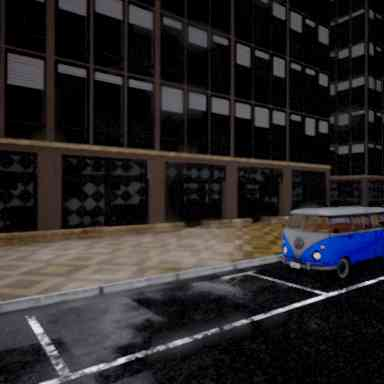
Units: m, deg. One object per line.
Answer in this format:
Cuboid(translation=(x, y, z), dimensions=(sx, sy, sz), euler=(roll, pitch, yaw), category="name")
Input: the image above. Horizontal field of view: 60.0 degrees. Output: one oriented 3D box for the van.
Cuboid(translation=(4.328, 1.332, 9.654), dimensions=(3.998, 1.788, 1.690), euler=(0, 0, -36), category="van")
